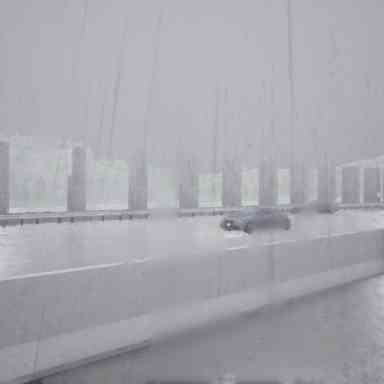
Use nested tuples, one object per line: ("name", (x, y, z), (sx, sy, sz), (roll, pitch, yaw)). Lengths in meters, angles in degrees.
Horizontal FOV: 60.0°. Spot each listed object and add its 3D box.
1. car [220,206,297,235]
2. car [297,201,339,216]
("car", (3.660, 1.564, 18.991), (4.181, 1.385, 1.994), (0, 0, -33))
("car", (12.123, 1.547, 32.631), (5.357, 1.411, 2.033), (0, 0, -32))
